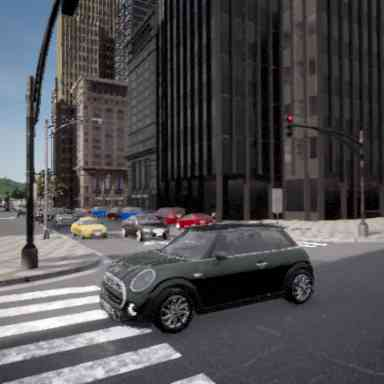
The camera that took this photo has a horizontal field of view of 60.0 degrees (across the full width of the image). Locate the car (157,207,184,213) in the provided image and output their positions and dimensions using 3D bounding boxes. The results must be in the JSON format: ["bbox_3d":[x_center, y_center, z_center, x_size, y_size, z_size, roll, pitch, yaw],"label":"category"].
[{"bbox_3d":[-2.279,2.381,31.621,2.192,1.841,5.009,-1,-2,-30],"label":"car"}]

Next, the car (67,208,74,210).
[{"bbox_3d":[-20.217,3.115,51.325,2.033,1.411,5.357,0,-2,-30],"label":"car"}]

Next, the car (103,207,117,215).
[{"bbox_3d":[-9.853,2.899,44.862,2.192,1.841,5.009,-1,-2,-30],"label":"car"}]

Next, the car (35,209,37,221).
[{"bbox_3d":[-19.300,3.227,44.151,1.887,1.381,4.507,-1,-2,-30],"label":"car"}]

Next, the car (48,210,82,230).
[{"bbox_3d":[-12.011,2.736,31.442,2.008,1.369,4.403,-1,-2,-30],"label":"car"}]

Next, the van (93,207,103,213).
[{"bbox_3d":[-14.902,3.269,53.688,1.690,1.788,3.998,-1,-2,-30],"label":"van"}]

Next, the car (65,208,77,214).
[{"bbox_3d":[-27.494,4.342,75.573,1.947,1.339,4.313,-1,-2,-30],"label":"car"}]

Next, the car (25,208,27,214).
[{"bbox_3d":[-29.110,3.788,61.253,1.967,1.590,4.097,-1,-2,-30],"label":"car"}]

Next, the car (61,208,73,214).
[{"bbox_3d":[-30.081,4.514,80.085,1.947,1.339,4.313,-1,-2,-30],"label":"car"}]

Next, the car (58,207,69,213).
[{"bbox_3d":[-32.668,4.670,84.595,2.008,1.369,4.403,0,-2,-30],"label":"car"}]

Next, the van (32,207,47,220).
[{"bbox_3d":[-24.164,3.354,52.628,1.690,1.788,3.998,-1,-2,-30],"label":"van"}]

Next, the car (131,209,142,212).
[{"bbox_3d":[-4.797,2.820,36.028,1.802,1.307,4.206,-1,-2,-30],"label":"car"}]

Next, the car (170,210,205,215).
[{"bbox_3d":[0.251,2.437,27.201,1.887,1.381,4.507,-1,-2,-30],"label":"car"}]

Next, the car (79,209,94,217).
[{"bbox_3d":[-19.733,3.836,62.041,1.802,1.307,4.206,-1,-2,-30],"label":"car"}]

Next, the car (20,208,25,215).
[{"bbox_3d":[-37.130,4.430,75.238,1.887,1.381,4.507,-1,-2,-30],"label":"car"}]

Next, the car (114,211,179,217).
[{"bbox_3d":[-3.058,2.235,21.207,2.128,1.511,4.902,0,-2,-29],"label":"car"}]

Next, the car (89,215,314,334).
[{"bbox_3d":[0.420,1.496,7.136,4.553,1.767,2.097,1,-1,-30],"label":"car"}]

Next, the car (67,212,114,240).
[{"bbox_3d":[-7.068,2.372,22.823,1.752,1.417,4.829,-1,-2,-30],"label":"car"}]

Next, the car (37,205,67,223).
[{"bbox_3d":[-16.876,2.832,39.920,2.192,1.841,5.009,-1,-2,-30],"label":"car"}]

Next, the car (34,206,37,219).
[{"bbox_3d":[-21.732,3.288,48.389,1.967,1.590,4.097,-1,-2,-30],"label":"car"}]

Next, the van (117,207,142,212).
[{"bbox_3d":[-7.328,2.753,40.447,1.690,1.788,3.998,-1,-2,-30],"label":"van"}]

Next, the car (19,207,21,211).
[{"bbox_3d":[-39.803,4.644,79.900,1.802,1.307,4.206,0,-2,-30],"label":"car"}]

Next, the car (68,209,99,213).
[{"bbox_3d":[-12.450,2.934,37.587,2.033,1.411,5.357,0,-2,-30],"label":"car"}]
